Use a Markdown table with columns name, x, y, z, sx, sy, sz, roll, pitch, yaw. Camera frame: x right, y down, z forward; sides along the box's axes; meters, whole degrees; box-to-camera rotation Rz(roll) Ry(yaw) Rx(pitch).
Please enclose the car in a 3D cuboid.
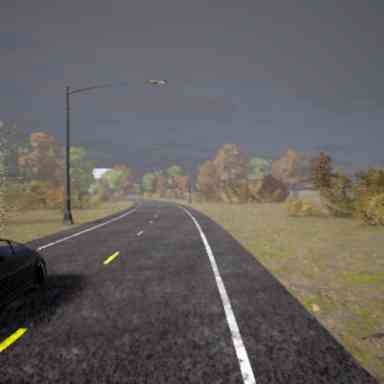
| name | x | y | z | sx | sy | sz | roll | pitch | yaw |
| --- | --- | --- | --- | --- | --- | --- | --- | --- | --- |
| car | -4.438 | 1.626 | 6.444 | 1.994 | 1.385 | 4.181 | -1 | 0 | -4 |
